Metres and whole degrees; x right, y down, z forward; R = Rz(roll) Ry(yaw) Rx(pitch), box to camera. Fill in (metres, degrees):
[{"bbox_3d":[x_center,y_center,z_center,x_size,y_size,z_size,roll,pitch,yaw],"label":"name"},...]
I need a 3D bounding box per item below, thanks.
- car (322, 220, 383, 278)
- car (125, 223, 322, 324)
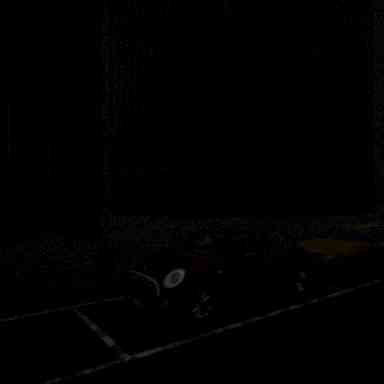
[{"bbox_3d":[4.992,1.557,10.215,4.829,1.417,1.752,0,0,-36],"label":"car"},{"bbox_3d":[0.644,1.455,7.111,4.097,1.590,1.967,0,0,-36],"label":"car"}]
